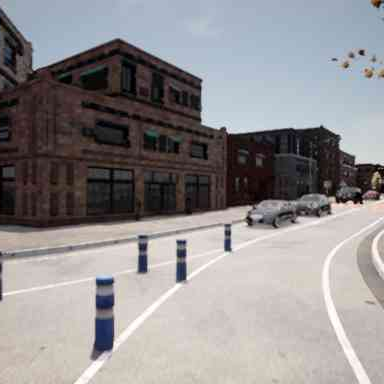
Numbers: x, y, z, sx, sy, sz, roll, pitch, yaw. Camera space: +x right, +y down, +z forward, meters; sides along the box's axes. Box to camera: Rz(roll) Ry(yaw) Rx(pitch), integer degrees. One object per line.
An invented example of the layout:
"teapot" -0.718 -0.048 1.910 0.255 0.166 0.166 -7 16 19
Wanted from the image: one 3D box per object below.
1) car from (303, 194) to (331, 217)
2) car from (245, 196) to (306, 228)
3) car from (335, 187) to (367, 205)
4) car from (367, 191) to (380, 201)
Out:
"car" 9.736 0.970 26.981 2.097 1.767 4.553 1 1 36
"car" 5.006 1.256 20.542 2.128 1.511 4.902 1 1 36
"car" 18.283 0.443 38.594 2.150 2.045 5.566 1 -3 36
"car" 27.637 0.566 51.126 1.812 1.442 4.674 1 1 37
